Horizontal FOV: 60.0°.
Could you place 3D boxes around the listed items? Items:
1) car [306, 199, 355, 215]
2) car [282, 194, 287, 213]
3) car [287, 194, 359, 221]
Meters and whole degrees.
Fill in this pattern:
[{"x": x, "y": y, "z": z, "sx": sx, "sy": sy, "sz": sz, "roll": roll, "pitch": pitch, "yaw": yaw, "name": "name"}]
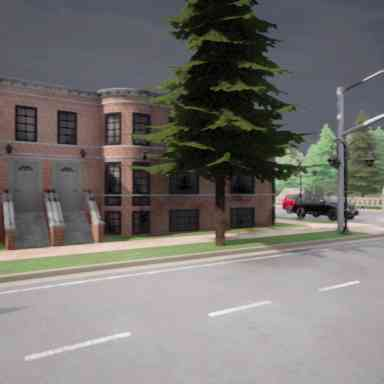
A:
[{"x": 14.737, "y": 1.521, "z": 35.614, "sx": 1.812, "sy": 1.442, "sz": 4.674, "roll": 0, "pitch": 0, "yaw": -30, "name": "car"}, {"x": 11.617, "y": 1.217, "z": 33.562, "sx": 2.150, "sy": 2.045, "sz": 5.566, "roll": 0, "pitch": 0, "yaw": -30, "name": "car"}, {"x": 10.951, "y": 1.218, "z": 27.789, "sx": 2.150, "sy": 2.045, "sz": 5.566, "roll": 0, "pitch": 0, "yaw": -28, "name": "car"}]
